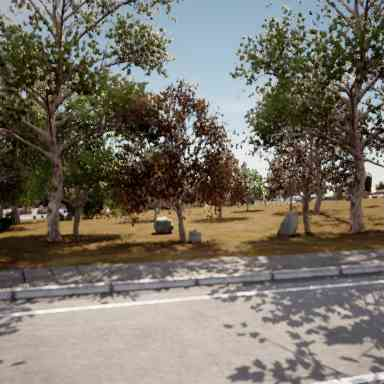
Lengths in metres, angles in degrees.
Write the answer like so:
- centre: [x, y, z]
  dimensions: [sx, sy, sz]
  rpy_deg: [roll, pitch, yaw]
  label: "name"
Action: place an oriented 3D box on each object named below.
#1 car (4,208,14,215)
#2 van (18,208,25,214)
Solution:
- centre: [-44.506, 4.650, 77.833]
  dimensions: [2.435, 2.045, 5.566]
  rpy_deg: [1, -3, 0]
  label: "car"
- centre: [-44.480, 4.930, 83.284]
  dimensions: [1.878, 1.987, 4.442]
  rpy_deg: [1, -3, 0]
  label: "van"
